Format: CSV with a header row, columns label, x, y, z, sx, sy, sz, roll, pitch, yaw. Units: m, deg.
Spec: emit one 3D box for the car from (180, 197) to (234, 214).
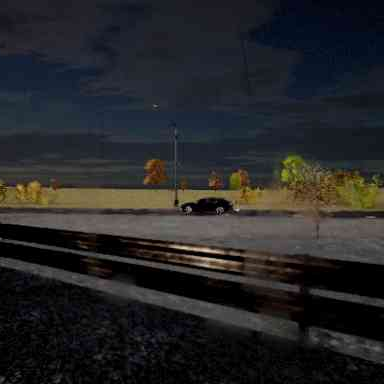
label,x,y,z,sx,sy,sz,roll,pitch,yaw
car,1.347,1.217,30.330,4.892,1.490,1.837,0,0,14
